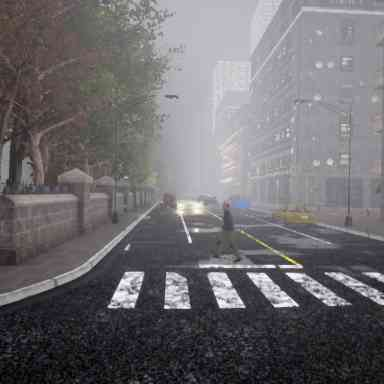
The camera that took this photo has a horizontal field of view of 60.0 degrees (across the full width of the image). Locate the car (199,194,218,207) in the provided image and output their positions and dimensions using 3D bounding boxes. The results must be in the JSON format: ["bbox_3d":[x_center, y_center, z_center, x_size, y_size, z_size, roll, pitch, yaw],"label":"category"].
[{"bbox_3d":[2.594,1.249,47.012,2.128,1.511,4.902,1,0,-3],"label":"car"}]

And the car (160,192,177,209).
[{"bbox_3d":[-2.679,1.139,38.286,1.967,1.590,4.097,1,0,-3],"label":"car"}]

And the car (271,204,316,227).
[{"bbox_3d":[6.662,1.470,22.371,1.752,1.417,4.829,1,0,-3],"label":"car"}]

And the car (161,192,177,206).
[{"bbox_3d":[-3.336,0.953,49.343,2.192,1.841,5.009,1,0,-3],"label":"car"}]

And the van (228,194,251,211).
[{"bbox_3d":[5.687,1.192,38.788,1.690,1.788,3.998,1,0,-3],"label":"van"}]

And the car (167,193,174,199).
[{"bbox_3d":[-5.651,0.999,88.045,1.947,1.339,4.313,1,0,-3],"label":"car"}]

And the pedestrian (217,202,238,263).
[{"bbox_3d":[1.084,1.193,10.105,0.375,1.860,0.375,1,0,-3],"label":"pedestrian"}]

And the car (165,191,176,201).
[{"bbox_3d":[-4.655,0.833,71.458,2.192,1.841,5.009,1,0,-3],"label":"car"}]

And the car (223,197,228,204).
[{"bbox_3d":[5.355,1.261,44.317,1.967,1.590,4.097,1,0,-3],"label":"car"}]

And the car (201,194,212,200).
[{"bbox_3d":[3.373,1.193,77.490,2.008,1.369,4.403,1,0,-3],"label":"car"}]

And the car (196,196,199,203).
[{"bbox_3d":[1.862,1.217,59.248,1.812,1.442,4.674,1,0,-3],"label":"car"}]
